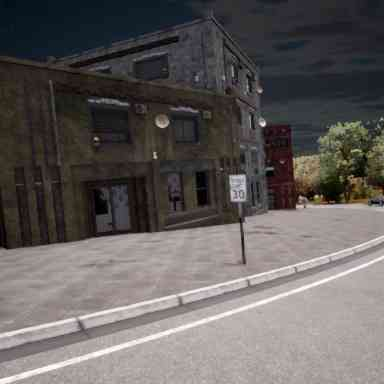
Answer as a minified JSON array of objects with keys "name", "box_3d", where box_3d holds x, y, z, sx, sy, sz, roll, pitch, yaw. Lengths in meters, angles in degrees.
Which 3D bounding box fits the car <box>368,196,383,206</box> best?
[{"name":"car","box_3d":[28.973,1.395,51.141,2.128,1.511,4.902,-5,-2,-1]}]
